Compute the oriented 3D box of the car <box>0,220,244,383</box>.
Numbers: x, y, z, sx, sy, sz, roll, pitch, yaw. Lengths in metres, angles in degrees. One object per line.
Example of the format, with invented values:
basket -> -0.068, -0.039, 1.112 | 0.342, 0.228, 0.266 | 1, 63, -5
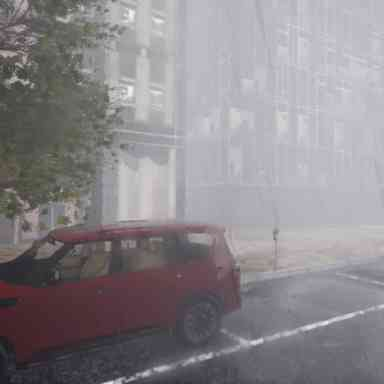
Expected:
car -> -1.495, 1.426, 5.133 | 5.009, 1.841, 2.192 | 1, -1, -30
